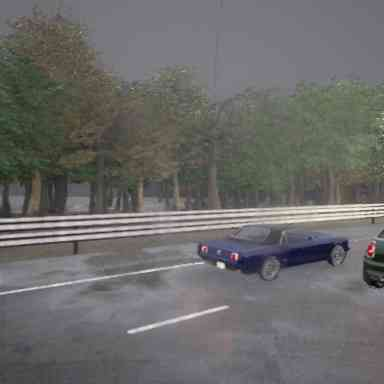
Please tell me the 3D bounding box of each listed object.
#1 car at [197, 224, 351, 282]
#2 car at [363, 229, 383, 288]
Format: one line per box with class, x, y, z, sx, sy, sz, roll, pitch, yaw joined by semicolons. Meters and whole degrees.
car;2.574;1.584;9.741;4.718;1.301;1.895;0;0;-34
car;6.122;1.336;7.908;4.553;1.767;2.097;0;0;-34
